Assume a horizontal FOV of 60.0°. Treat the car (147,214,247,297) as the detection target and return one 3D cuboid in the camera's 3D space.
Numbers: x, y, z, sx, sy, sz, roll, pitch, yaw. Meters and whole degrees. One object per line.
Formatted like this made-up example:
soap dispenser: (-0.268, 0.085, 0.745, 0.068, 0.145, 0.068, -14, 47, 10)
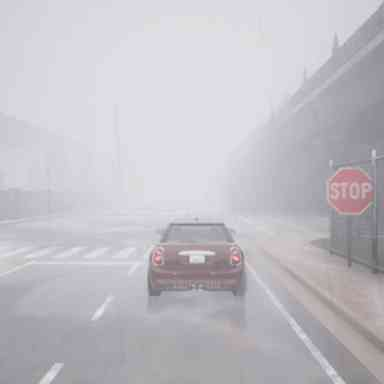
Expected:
car: (0.106, 1.396, 8.862, 2.097, 1.767, 4.553, 0, 0, 0)
